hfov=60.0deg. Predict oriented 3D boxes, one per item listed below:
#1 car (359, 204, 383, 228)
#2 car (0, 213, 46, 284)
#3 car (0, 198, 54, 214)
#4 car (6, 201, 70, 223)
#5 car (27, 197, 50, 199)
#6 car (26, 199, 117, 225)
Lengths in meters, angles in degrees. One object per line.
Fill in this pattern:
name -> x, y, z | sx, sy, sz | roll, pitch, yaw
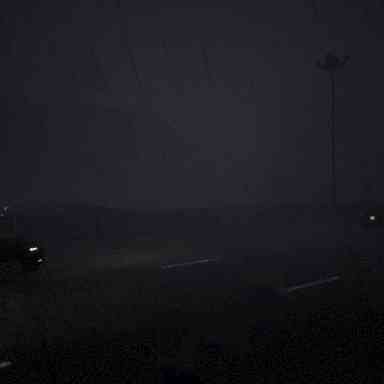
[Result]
car -> 11.331, 1.332, 18.543 | 4.181, 1.385, 1.994 | -1, 0, -28
car -> -6.151, 1.483, 7.862 | 4.902, 1.511, 2.128 | -1, 0, -36
car -> -10.328, 1.410, 22.200 | 4.902, 1.511, 2.128 | -1, 1, -33
car -> -11.765, 1.470, 25.438 | 4.181, 1.385, 1.994 | -1, 1, -33
car -> -13.628, 1.251, 28.387 | 4.553, 1.767, 2.097 | -1, 1, -33
car -> -7.022, 1.384, 20.199 | 5.008, 1.535, 1.882 | -1, 0, -33
